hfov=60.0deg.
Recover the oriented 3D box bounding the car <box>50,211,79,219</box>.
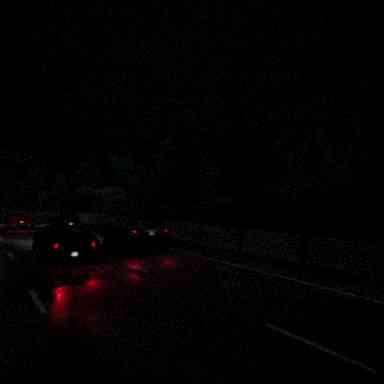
[{"bbox_3d":[-11.420,2.464,29.741,1.837,1.490,4.892,3,-3,-32],"label":"car"}]

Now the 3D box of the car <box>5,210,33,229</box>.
[{"bbox_3d":[-15.126,2.349,29.044,1.882,1.535,5.008,3,-3,-33],"label":"car"}]

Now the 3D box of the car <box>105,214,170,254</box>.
[{"bbox_3d":[-2.928,1.909,16.521,2.097,1.767,4.553,3,-2,-32],"label":"car"}]

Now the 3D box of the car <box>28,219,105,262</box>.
[{"bbox_3d":[-5.443,2.008,13.947,1.895,1.301,4.718,3,-3,-32],"label":"car"}]
